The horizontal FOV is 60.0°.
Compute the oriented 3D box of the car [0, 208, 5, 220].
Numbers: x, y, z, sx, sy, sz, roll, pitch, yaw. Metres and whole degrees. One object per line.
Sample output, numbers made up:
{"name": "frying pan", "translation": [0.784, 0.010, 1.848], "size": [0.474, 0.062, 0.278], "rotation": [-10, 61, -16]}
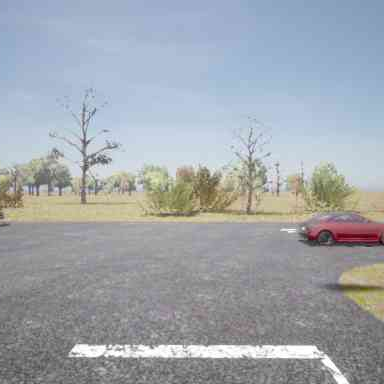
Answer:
{"name": "car", "translation": [-14.758, 1.432, 21.469], "size": [4.902, 1.511, 2.128], "rotation": [0, 0, -1]}

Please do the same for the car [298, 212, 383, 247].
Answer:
{"name": "car", "translation": [6.919, 1.597, 14.763], "size": [4.181, 1.385, 1.994], "rotation": [0, 0, -1]}
